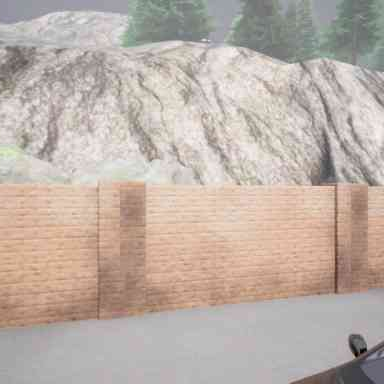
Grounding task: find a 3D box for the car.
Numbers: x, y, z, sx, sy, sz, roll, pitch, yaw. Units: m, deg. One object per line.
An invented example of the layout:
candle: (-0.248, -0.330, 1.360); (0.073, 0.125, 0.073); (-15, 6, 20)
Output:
car: (2.235, 1.492, 1.870); (4.902, 1.511, 2.128); (0, 0, -18)
